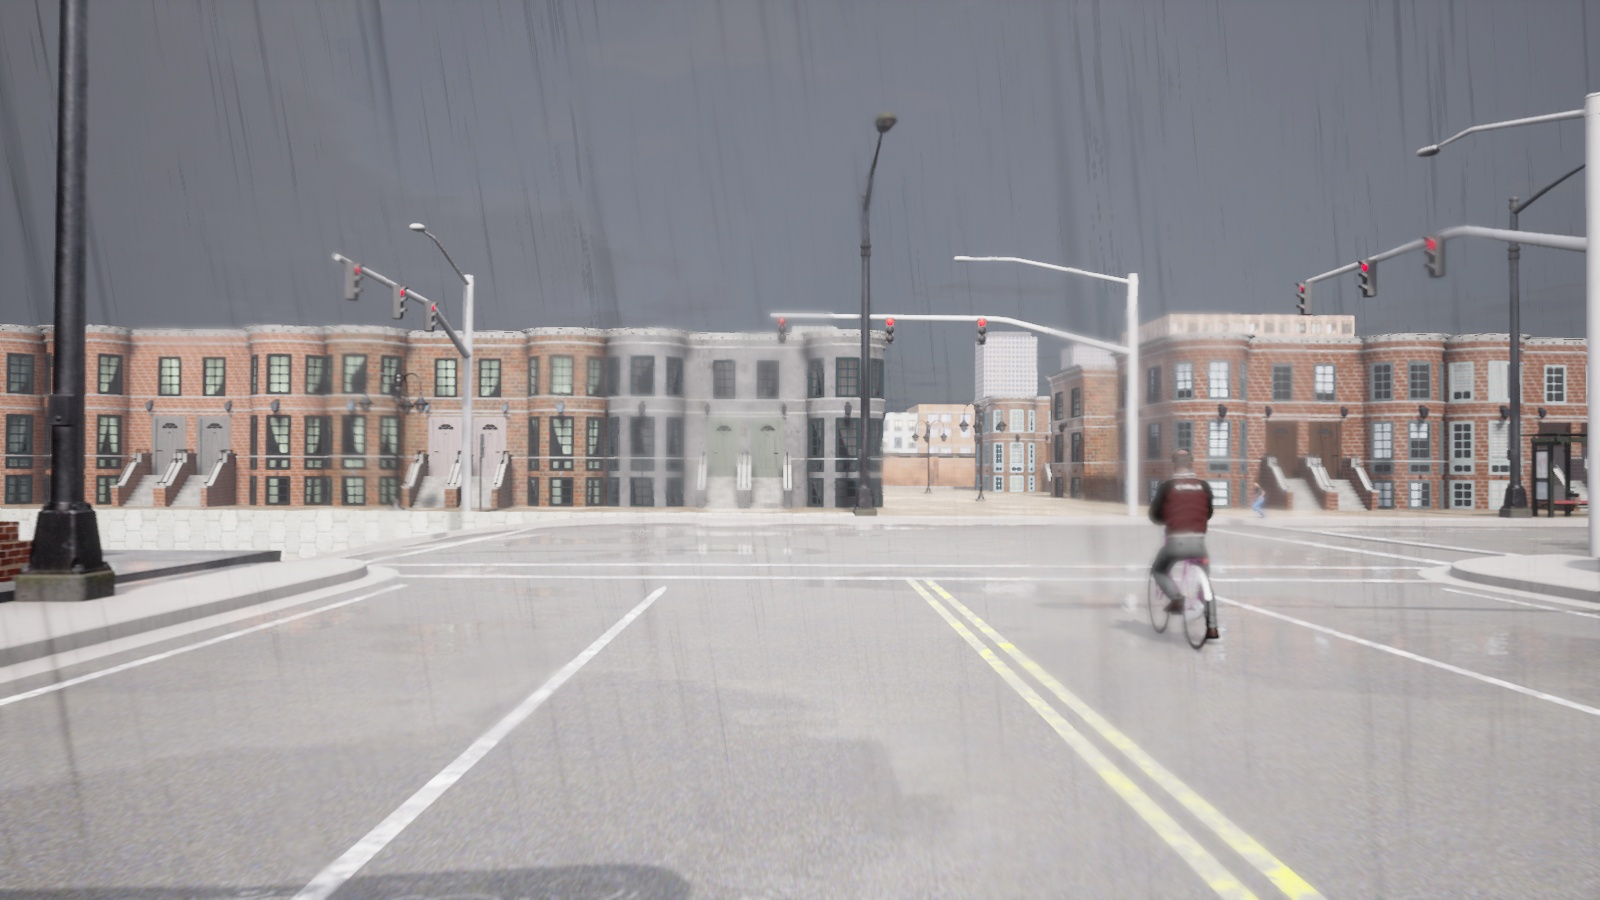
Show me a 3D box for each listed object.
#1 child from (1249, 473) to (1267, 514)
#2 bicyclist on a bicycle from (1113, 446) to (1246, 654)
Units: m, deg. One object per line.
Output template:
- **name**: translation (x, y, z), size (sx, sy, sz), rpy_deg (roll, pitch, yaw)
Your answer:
- **child**: translation (14.216, 1.344, 38.966), size (0.437, 1.263, 0.270), rpy_deg (0, -1, -1)
- **bicyclist on a bicycle**: translation (3.472, 0.866, 11.658), size (0.659, 1.776, 1.843), rpy_deg (0, -1, 0)
